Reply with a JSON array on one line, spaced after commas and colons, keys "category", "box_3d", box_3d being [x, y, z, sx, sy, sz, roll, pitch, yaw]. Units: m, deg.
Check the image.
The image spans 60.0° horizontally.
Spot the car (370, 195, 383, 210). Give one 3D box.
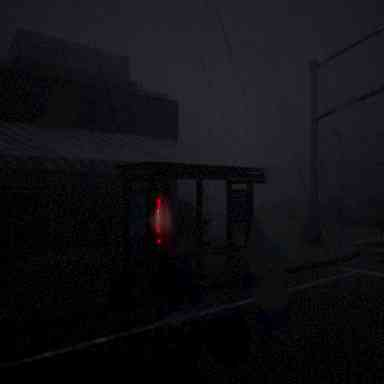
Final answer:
[{"category": "car", "box_3d": [23.737, 1.438, 39.738, 4.514, 1.523, 2.007, 0, 0, -36]}]

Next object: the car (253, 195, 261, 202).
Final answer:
[{"category": "car", "box_3d": [15.355, 1.447, 69.895, 3.633, 1.501, 1.845, 0, 0, -36]}]

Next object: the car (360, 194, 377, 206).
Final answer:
[{"category": "car", "box_3d": [27.826, 1.225, 51.213, 4.605, 1.855, 1.932, 0, 0, -36]}]

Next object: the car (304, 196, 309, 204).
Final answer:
[{"category": "car", "box_3d": [21.144, 1.425, 61.750, 4.514, 1.523, 2.007, 0, 0, -36]}]

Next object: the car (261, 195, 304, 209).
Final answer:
[{"category": "car", "box_3d": [11.871, 1.303, 43.632, 5.027, 1.636, 2.152, 0, 0, -36]}]

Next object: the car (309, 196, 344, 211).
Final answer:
[{"category": "car", "box_3d": [15.874, 1.381, 38.606, 3.806, 1.475, 1.970, 0, 0, -36]}]

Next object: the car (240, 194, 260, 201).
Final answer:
[{"category": "car", "box_3d": [14.686, 1.448, 83.994, 5.027, 1.636, 2.152, 0, 0, -36]}]
